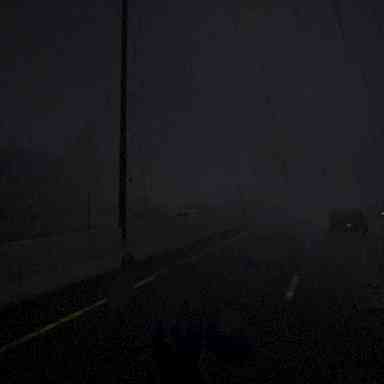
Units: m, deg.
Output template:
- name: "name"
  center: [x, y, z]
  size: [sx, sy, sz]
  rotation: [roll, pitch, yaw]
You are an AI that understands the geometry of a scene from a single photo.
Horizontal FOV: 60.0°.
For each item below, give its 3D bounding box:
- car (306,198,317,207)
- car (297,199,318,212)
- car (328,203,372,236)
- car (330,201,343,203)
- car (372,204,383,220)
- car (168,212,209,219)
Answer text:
- name: "car"
  center: [22.163, 1.970, 61.966]
  size: [1.812, 1.442, 4.674]
  rotation: [0, 0, 18]
- name: "car"
  center: [15.260, 1.662, 44.053]
  size: [2.097, 1.767, 4.553]
  rotation: [0, 0, 24]
- name: "car"
  center: [9.254, 1.640, 19.917]
  size: [1.882, 1.535, 5.008]
  rotation: [0, 0, 22]
- name: "car"
  center: [17.906, 1.818, 41.237]
  size: [2.128, 1.511, 4.902]
  rotation: [0, 0, 22]
- name: "car"
  center: [17.544, 1.849, 31.048]
  size: [1.994, 1.385, 4.181]
  rotation: [0, 0, 22]
- name: "car"
  center: [0.195, 1.574, 26.039]
  size: [1.882, 1.535, 5.008]
  rotation: [0, 0, 22]
